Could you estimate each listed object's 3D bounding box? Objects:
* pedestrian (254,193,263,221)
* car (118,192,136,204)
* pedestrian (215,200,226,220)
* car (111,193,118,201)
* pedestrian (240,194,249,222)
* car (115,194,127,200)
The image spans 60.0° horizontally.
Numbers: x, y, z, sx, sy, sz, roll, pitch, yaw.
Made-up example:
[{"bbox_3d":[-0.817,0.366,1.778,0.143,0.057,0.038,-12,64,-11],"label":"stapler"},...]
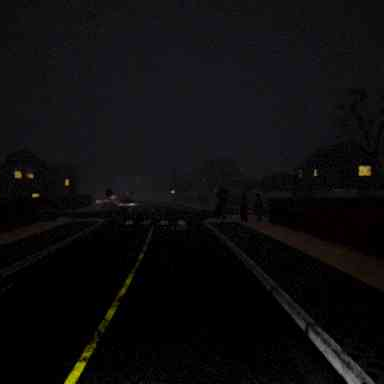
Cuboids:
[{"bbox_3d":[4.338,0.970,21.695,0.375,1.860,0.375,-1,2,-6],"label":"pedestrian"},{"bbox_3d":[-11.250,1.192,57.202,1.882,1.535,5.008,0,0,-16],"label":"car"},{"bbox_3d":[1.890,0.961,22.050,0.375,1.860,0.375,-1,2,-6],"label":"pedestrian"},{"bbox_3d":[-16.285,1.064,72.263,2.097,1.767,4.553,-1,0,-20],"label":"car"},{"bbox_3d":[3.312,0.957,20.988,0.375,1.860,0.375,-1,2,-6],"label":"pedestrian"},{"bbox_3d":[-17.834,1.145,83.189,1.994,1.385,4.181,-1,0,-24],"label":"car"}]
